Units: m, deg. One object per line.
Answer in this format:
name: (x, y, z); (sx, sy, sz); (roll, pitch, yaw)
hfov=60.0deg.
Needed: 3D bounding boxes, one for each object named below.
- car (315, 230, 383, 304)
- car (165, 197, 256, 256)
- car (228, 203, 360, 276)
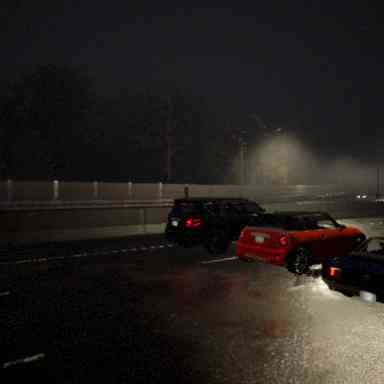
car: (5.001, 1.602, 7.312); (4.718, 1.301, 1.895); (0, 0, -35)
car: (1.579, 1.224, 13.469); (5.566, 2.045, 2.150); (0, 0, -35)
car: (3.639, 1.354, 10.637); (4.553, 1.767, 2.097); (0, 0, -35)
